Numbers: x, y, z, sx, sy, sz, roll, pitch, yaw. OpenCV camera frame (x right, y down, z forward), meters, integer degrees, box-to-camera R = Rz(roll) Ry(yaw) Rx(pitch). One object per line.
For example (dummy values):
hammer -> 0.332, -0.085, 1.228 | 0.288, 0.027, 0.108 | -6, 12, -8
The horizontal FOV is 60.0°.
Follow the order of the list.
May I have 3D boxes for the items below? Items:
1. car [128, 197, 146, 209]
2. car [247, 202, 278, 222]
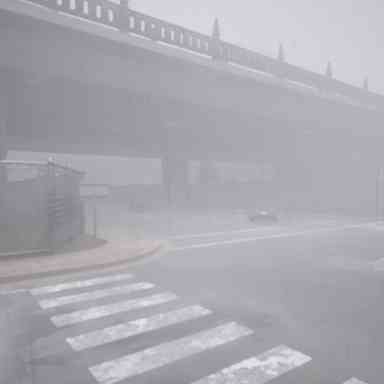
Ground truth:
car -> -7.123, 1.401, 42.706 | 2.033, 1.411, 5.357 | -1, 0, -17
car -> 5.191, 1.428, 24.891 | 1.994, 1.385, 4.181 | -1, 0, 6
